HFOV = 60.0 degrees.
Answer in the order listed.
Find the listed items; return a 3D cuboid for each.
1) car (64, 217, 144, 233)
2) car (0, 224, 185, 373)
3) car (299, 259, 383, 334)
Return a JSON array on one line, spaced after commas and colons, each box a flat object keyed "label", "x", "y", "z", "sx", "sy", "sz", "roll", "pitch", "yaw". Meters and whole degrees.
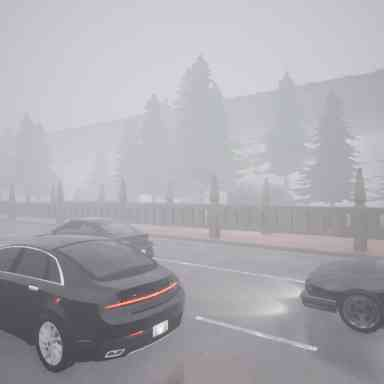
[{"label": "car", "x": -3.274, "y": 1.526, "z": 10.614, "sx": 4.674, "sy": 1.442, "sz": 1.812, "roll": 0, "pitch": 0, "yaw": 35}, {"label": "car", "x": -2.380, "y": 1.505, "z": 5.684, "sx": 4.892, "sy": 1.490, "sz": 1.837, "roll": 0, "pitch": 0, "yaw": 35}, {"label": "car", "x": 4.541, "y": 1.547, "z": 5.053, "sx": 5.357, "sy": 1.411, "sz": 2.033, "roll": 0, "pitch": 0, "yaw": 35}]
